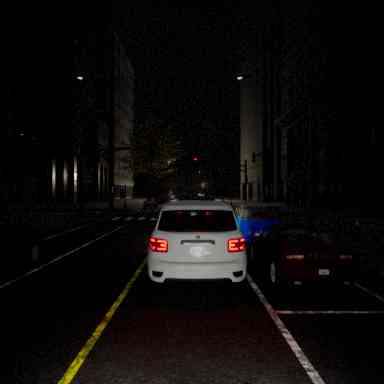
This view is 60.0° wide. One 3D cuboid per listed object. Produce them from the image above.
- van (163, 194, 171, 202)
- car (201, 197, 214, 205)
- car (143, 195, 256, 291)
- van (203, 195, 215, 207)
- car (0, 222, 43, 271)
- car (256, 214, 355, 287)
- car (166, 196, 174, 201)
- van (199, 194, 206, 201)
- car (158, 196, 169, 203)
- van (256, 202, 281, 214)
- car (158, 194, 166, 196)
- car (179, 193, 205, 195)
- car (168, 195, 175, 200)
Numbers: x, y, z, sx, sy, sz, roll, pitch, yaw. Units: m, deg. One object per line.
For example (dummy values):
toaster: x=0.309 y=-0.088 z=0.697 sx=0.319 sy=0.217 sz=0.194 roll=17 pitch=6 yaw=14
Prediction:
van: x=-5.874 y=1.402 z=79.036 sx=1.690 sy=1.788 sz=3.998 roll=0 pitch=0 yaw=0
car: x=2.681 y=1.600 z=58.123 sx=1.947 sy=1.339 sz=4.313 roll=0 pitch=0 yaw=0
car: x=0.096 y=1.223 z=9.171 sx=2.150 sy=2.045 sz=5.566 roll=0 pitch=0 yaw=0
van: x=2.689 y=1.369 z=52.710 sx=1.690 sy=1.788 sz=3.998 roll=0 pitch=0 yaw=0
car: x=-5.790 y=1.546 z=9.206 sx=1.887 sy=1.381 sz=4.507 roll=0 pitch=0 yaw=0
car: x=2.765 y=1.546 z=9.200 sx=1.887 sy=1.381 sz=4.507 roll=0 pitch=0 yaw=0
car: x=-5.890 y=1.643 z=89.613 sx=1.947 sy=1.339 sz=4.313 roll=0 pitch=0 yaw=0
van: x=2.642 y=1.411 z=85.189 sx=1.690 sy=1.788 sz=3.998 roll=0 pitch=0 yaw=0
car: x=-5.859 y=1.597 z=68.458 sx=2.008 sy=1.369 sz=4.403 roll=0 pitch=0 yaw=0
van: x=2.758 y=1.344 z=14.725 sx=1.690 sy=1.788 sz=3.998 roll=0 pitch=0 yaw=0
car: x=-5.844 y=1.578 z=57.880 sx=1.887 sy=1.381 sz=4.507 roll=0 pitch=0 yaw=0
car: x=0.071 y=1.226 z=19.532 sx=2.150 sy=2.045 sz=5.566 roll=0 pitch=0 yaw=0
car: x=-5.897 y=1.611 z=94.733 sx=1.752 sy=1.417 sz=4.829 roll=0 pitch=0 yaw=0
